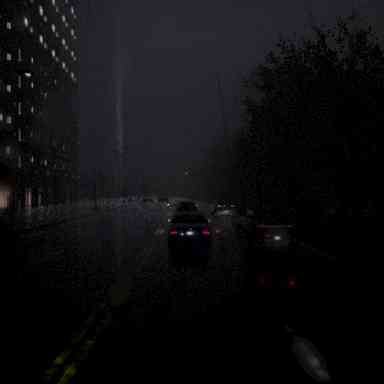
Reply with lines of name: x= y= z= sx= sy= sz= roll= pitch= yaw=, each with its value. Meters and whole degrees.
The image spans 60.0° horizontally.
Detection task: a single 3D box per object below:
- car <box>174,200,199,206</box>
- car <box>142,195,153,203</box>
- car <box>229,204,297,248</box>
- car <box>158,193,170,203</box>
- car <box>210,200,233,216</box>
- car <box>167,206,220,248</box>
car: x=-0.478 y=1.515 z=29.727 sx=1.837 sy=1.490 sz=4.892 roll=0 pitch=0 yaw=-2
car: x=-8.959 y=1.347 z=67.552 sx=2.097 sy=1.767 sz=4.553 roll=0 pitch=0 yaw=-4
car: x=3.130 y=1.493 z=14.757 sx=2.128 sy=1.511 sz=4.902 roll=0 pitch=0 yaw=-1
car: x=-5.717 y=1.228 z=67.738 sx=2.150 sy=2.045 sz=5.566 roll=0 pitch=0 yaw=-4
car: x=2.749 y=1.453 z=29.842 sx=2.128 sy=1.511 sz=4.902 roll=-2 pitch=-2 yaw=-2
car: x=-0.120 y=1.561 z=14.706 sx=2.033 sy=1.411 sz=5.357 roll=0 pitch=0 yaw=-1
